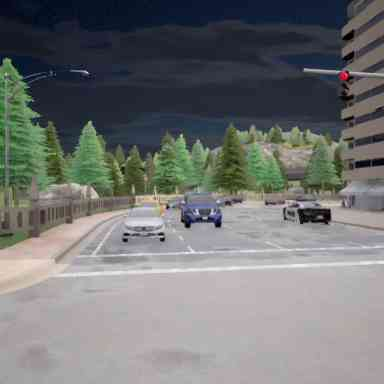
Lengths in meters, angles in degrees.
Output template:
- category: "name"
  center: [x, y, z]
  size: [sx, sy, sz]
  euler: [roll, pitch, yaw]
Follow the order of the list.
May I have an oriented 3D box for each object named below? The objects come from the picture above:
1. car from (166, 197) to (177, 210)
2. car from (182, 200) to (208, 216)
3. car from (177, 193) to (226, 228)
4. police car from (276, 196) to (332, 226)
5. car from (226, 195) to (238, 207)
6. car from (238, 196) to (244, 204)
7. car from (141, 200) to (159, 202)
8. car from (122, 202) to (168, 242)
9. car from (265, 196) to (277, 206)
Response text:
- category: "car"
  center: [-1.632, 1.325, 39.342]
  size: [2.128, 1.511, 4.902]
  euler: [0, 1, 16]
- category: "car"
  center: [0.374, 1.465, 31.639]
  size: [1.895, 1.301, 4.718]
  euler: [0, 0, 7]
- category: "car"
  center: [0.469, 1.119, 21.643]
  size: [2.150, 2.045, 5.566]
  euler: [0, 0, -6]
- category: "police car"
  center: [7.685, 1.323, 22.838]
  size: [1.930, 1.638, 5.238]
  euler: [-1, 0, -2]
- category: "car"
  center: [3.967, 1.316, 44.355]
  size: [2.128, 1.511, 4.902]
  euler: [0, 0, 26]
- category: "car"
  center: [6.974, 1.328, 55.769]
  size: [1.837, 1.490, 4.892]
  euler: [0, 0, 40]
- category: "car"
  center: [-3.209, 1.361, 25.289]
  size: [1.882, 1.535, 5.008]
  euler: [0, 0, -2]
- category: "car"
  center: [-2.288, 1.441, 16.024]
  size: [1.812, 1.442, 4.674]
  euler: [0, 0, -7]
- category: "car"
  center: [12.937, 1.370, 51.405]
  size: [1.994, 1.385, 4.181]
  euler: [0, 0, 41]
